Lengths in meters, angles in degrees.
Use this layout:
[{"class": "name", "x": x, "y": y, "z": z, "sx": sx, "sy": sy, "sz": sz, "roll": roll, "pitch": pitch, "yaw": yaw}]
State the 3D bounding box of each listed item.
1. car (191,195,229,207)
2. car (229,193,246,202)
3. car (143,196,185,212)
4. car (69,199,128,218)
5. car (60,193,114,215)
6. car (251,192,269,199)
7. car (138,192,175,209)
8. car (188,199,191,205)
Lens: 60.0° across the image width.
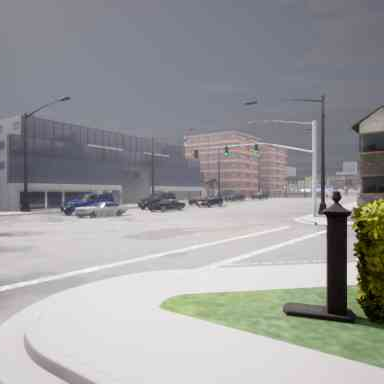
[{"class": "car", "x": 2.435, "y": 1.217, "z": 44.733, "sx": 2.128, "sy": 1.511, "sz": 4.902, "roll": 0, "pitch": 1, "yaw": 35}, {"class": "car", "x": 7.537, "y": 0.901, "z": 58.085, "sx": 2.033, "sy": 1.411, "sz": 5.357, "roll": 0, "pitch": 1, "yaw": 35}, {"class": "car", "x": -2.834, "y": 1.493, "z": 37.216, "sx": 1.895, "sy": 1.301, "sz": 4.718, "roll": 0, "pitch": 1, "yaw": 35}, {"class": "car", "x": -8.091, "y": 1.555, "z": 29.712, "sx": 1.895, "sy": 1.301, "sz": 4.718, "roll": 0, "pitch": 0, "yaw": 35}, {"class": "car", "x": -10.128, "y": 1.171, "z": 32.910, "sx": 2.150, "sy": 2.045, "sz": 5.566, "roll": 0, "pitch": 0, "yaw": 35}, {"class": "car", "x": 13.707, "y": 0.733, "z": 66.768, "sx": 2.033, "sy": 1.411, "sz": 5.357, "roll": 0, "pitch": 0, "yaw": 36}, {"class": "car", "x": -4.187, "y": 1.072, "z": 41.384, "sx": 2.150, "sy": 2.045, "sz": 5.566, "roll": 0, "pitch": 1, "yaw": 36}, {"class": "car", "x": 1.415, "y": 1.247, "z": 49.376, "sx": 1.895, "sy": 1.301, "sz": 4.718, "roll": 0, "pitch": 2, "yaw": 35}]
